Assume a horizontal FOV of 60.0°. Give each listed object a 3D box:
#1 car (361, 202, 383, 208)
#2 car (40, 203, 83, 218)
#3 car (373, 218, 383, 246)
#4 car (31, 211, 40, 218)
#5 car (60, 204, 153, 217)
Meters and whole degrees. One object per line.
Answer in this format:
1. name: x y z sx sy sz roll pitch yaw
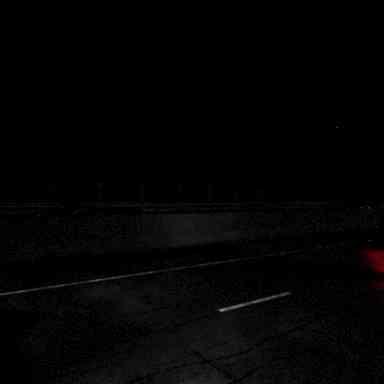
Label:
1. car: 26.567 2.223 48.701 4.892 1.490 1.837 1 -1 -35
2. car: -6.602 1.599 20.763 4.674 1.442 1.812 1 -1 -36
3. car: 10.259 1.716 15.367 4.892 1.490 1.837 1 0 -35
4. car: -8.650 1.551 23.621 5.008 1.535 1.882 1 -1 -35
5. car: -4.285 1.582 18.135 4.892 1.490 1.837 1 -1 -36
